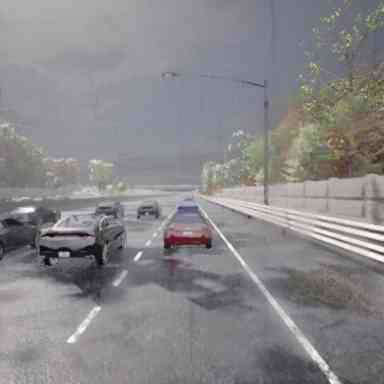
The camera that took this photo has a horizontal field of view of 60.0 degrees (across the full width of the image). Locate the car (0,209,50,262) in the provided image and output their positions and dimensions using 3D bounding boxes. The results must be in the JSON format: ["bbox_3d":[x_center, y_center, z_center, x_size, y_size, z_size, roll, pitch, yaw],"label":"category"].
[{"bbox_3d":[-7.066,1.555,11.859,1.812,1.442,4.674,0,0,-1],"label":"car"}]

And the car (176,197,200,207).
[{"bbox_3d":[-0.347,1.492,29.207,1.882,1.535,5.008,0,0,-1],"label":"car"}]

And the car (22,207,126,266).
[{"bbox_3d":[-3.549,1.508,11.580,2.128,1.511,4.902,0,0,-1],"label":"car"}]

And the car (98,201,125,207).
[{"bbox_3d":[-7.255,1.544,29.863,1.837,1.490,4.892,0,0,-1],"label":"car"}]

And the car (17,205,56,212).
[{"bbox_3d":[-10.673,1.594,22.559,2.033,1.411,5.357,0,0,-1],"label":"car"}]

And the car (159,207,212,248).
[{"bbox_3d":[-0.187,1.570,14.892,1.994,1.385,4.181,0,0,-1],"label":"car"}]

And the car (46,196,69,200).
[{"bbox_3d":[-21.668,1.478,54.766,2.097,1.767,4.553,0,0,0],"label":"car"}]

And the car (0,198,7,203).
[{"bbox_3d":[-32.153,1.658,54.210,2.128,1.511,4.902,0,0,0],"label":"car"}]

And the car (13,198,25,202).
[{"bbox_3d":[-28.672,1.758,57.034,1.895,1.301,4.718,0,0,0],"label":"car"}]

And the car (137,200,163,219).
[{"bbox_3d":[-3.755,1.531,29.900,1.837,1.490,4.892,0,0,-1],"label":"car"}]

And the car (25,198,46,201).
[{"bbox_3d":[-25.165,1.665,54.970,1.812,1.442,4.674,0,0,0],"label":"car"}]
